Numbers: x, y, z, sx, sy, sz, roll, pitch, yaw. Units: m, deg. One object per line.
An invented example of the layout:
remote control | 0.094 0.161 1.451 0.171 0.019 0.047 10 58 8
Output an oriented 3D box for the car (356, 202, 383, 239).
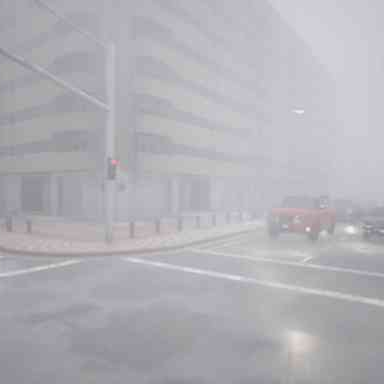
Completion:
car | 9.705 1.472 16.470 1.837 1.490 4.892 1 0 35

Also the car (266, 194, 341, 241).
car | 5.681 1.157 16.846 2.150 2.045 5.566 1 0 35

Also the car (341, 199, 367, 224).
car | 11.054 1.291 24.340 2.097 1.767 4.553 1 0 36

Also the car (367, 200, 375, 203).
car | 17.182 1.490 32.757 2.033 1.411 5.357 1 0 36
